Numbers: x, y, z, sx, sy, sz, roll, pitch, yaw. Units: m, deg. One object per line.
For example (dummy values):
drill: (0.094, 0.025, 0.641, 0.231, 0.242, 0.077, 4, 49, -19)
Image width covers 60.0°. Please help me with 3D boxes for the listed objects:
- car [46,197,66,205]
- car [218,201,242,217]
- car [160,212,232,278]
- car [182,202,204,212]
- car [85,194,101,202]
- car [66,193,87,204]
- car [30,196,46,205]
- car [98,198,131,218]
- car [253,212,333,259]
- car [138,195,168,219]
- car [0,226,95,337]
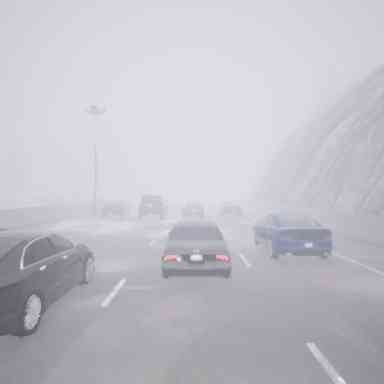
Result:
car: (-24.372, 1.589, 60.945, 1.812, 1.442, 4.674, 0, 0, 2)
car: (3.597, 1.563, 31.526, 1.812, 1.442, 4.674, 0, 0, 0)
car: (0.101, 1.559, 10.149, 2.033, 1.411, 5.357, 0, 0, 0)
car: (0.109, 1.600, 31.025, 1.994, 1.385, 4.181, 0, 0, 0)
car: (-17.376, 1.628, 60.633, 1.994, 1.385, 4.181, 0, 0, 2)
car: (-20.827, 1.289, 62.047, 2.150, 2.045, 5.566, 0, 0, 2)
car: (-27.874, 1.570, 61.048, 2.128, 1.511, 4.902, 0, 0, 2)
car: (-6.891, 1.539, 30.590, 1.837, 1.490, 4.892, 0, 0, 0)
car: (3.602, 1.493, 12.723, 1.882, 1.535, 5.008, 0, 0, 0)
car: (-3.390, 1.255, 29.583, 2.150, 2.045, 5.566, 0, 0, 0)
car: (-3.407, 1.514, 6.627, 1.837, 1.490, 4.892, 0, 0, 0)
